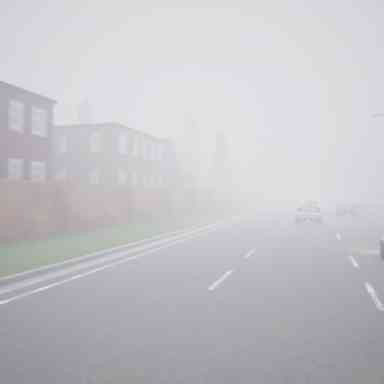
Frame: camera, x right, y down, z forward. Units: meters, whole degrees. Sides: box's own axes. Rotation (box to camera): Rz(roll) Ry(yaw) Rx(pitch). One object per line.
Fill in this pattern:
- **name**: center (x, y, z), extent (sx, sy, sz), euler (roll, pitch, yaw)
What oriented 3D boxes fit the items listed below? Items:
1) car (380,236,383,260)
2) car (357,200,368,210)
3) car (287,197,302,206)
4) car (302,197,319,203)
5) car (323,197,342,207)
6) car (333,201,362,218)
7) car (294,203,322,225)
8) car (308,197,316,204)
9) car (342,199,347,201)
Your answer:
- **car**: center (6.919, 1.649, 9.819), extent (1.812, 1.442, 4.674), euler (1, 0, 20)
- **car**: center (25.886, 2.013, 51.229), extent (1.812, 1.442, 4.674), euler (1, 0, 20)
- **car**: center (19.547, 1.940, 64.413), extent (2.033, 1.411, 5.357), euler (1, 0, 20)
- **car**: center (19.019, 1.850, 52.829), extent (1.882, 1.535, 5.008), euler (1, 0, 20)
- **car**: center (25.659, 1.845, 60.747), extent (2.097, 1.767, 4.553), euler (1, 0, 20)
- **car**: center (15.964, 1.902, 34.383), extent (1.895, 1.301, 4.718), euler (1, 0, 20)
- **car**: center (9.299, 1.781, 26.390), extent (1.895, 1.301, 4.718), euler (1, 0, 20)
- **car**: center (29.573, 2.059, 81.833), extent (1.882, 1.535, 5.008), euler (1, 0, 20)
- **car**: center (36.485, 2.293, 80.357), extent (1.895, 1.301, 4.718), euler (1, 0, 20)
